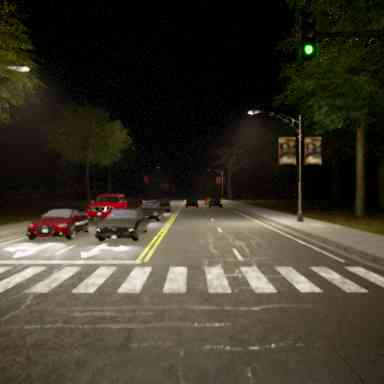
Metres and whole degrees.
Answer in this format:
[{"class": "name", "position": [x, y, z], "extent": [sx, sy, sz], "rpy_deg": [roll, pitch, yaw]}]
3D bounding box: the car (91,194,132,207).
[{"class": "car", "position": [-6.556, 1.184, 26.322], "extent": [2.150, 2.045, 5.566], "rpy_deg": [0, 0, 0]}]

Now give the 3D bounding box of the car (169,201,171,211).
[{"class": "car", "position": [-3.305, 1.500, 37.184], "extent": [2.033, 1.411, 5.357], "rpy_deg": [0, 0, 0]}]

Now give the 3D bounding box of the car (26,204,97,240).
[{"class": "car", "position": [-6.563, 1.540, 16.843], "extent": [1.994, 1.385, 4.181], "rpy_deg": [0, 0, 0]}]

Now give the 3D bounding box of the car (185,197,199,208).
[{"class": "car", "position": [-0.007, 1.497, 46.648], "extent": [2.033, 1.411, 5.357], "rpy_deg": [0, 0, 0]}]

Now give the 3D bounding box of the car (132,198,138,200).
[{"class": "car", "position": [-6.554, 1.431, 36.728], "extent": [1.882, 1.535, 5.008], "rpy_deg": [0, 0, 1]}]

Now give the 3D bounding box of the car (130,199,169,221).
[{"class": "car", "position": [-3.301, 1.509, 26.868], "extent": [2.033, 1.411, 5.357], "rpy_deg": [0, 0, 0]}]

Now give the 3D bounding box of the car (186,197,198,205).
[{"class": "car", "position": [-0.008, 1.553, 57.104], "extent": [1.895, 1.301, 4.718], "rpy_deg": [0, 0, 0]}]

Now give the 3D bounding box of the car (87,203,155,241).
[{"class": "car", "position": [-3.315, 1.523, 16.790], "extent": [2.033, 1.411, 5.357], "rpy_deg": [0, 0, 0]}]

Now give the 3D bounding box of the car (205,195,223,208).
[{"class": "car", "position": [3.243, 1.497, 46.649], "extent": [2.033, 1.411, 5.357], "rpy_deg": [0, 0, 0]}]
